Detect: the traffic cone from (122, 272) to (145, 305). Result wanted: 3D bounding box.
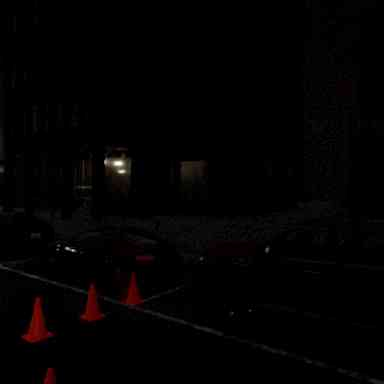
[{"bbox_3d":[-1.171,1.908,6.680,0.340,0.580,0.340,1,0,36],"label":"traffic cone"}]

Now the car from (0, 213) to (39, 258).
[{"bbox_3d":[-6.717,1.419,11.981,4.313,1.339,1.947,1,1,36],"label":"car"}]

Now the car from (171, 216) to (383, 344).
[{"bbox_3d":[2.355,1.321,5.403,5.009,1.841,2.192,1,1,36],"label":"car"}]

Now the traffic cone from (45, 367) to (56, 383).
[{"bbox_3d":[-1.312,1.925,3.077,0.340,0.580,0.340,1,0,36],"label":"traffic cone"}]

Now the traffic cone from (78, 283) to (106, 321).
[{"bbox_3d":[-1.758,1.905,5.870,0.340,0.580,0.340,1,0,36],"label":"traffic cone"}]

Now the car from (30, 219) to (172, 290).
[{"bbox_3d":[-2.182,1.511,8.693,4.206,1.307,1.802,1,1,36],"label":"car"}]

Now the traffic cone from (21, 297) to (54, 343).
[{"bbox_3d":[-2.345,1.901,5.061,0.340,0.580,0.340,1,0,36],"label":"traffic cone"}]
